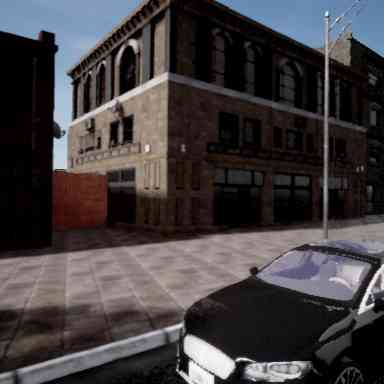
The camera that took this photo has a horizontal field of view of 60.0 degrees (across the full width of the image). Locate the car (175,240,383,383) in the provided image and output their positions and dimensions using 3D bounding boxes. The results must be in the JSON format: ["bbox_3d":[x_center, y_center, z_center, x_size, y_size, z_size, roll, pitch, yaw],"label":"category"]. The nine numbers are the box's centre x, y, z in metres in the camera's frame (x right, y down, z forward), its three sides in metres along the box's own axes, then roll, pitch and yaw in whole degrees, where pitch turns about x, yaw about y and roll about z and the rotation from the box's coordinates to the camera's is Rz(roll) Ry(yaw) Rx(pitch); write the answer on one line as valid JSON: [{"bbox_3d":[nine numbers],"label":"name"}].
[{"bbox_3d":[2.064,1.494,4.604,4.902,1.511,2.128,0,0,-36],"label":"car"}]
